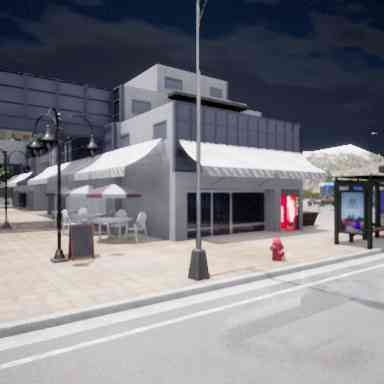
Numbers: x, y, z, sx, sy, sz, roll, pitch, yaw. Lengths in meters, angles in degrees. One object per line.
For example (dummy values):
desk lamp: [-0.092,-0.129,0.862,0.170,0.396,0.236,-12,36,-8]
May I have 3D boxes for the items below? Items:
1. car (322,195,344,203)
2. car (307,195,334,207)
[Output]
car: [28.470,1.436,66.922,4.514,1.523,2.007,0,0,-36]
car: [19.184,1.307,48.811,5.027,1.636,2.152,0,0,-36]
